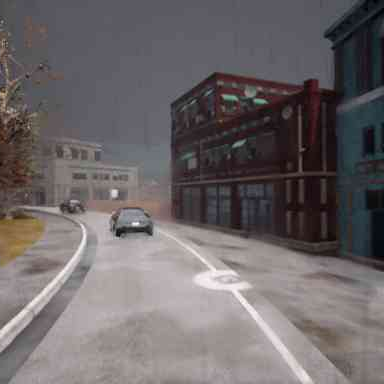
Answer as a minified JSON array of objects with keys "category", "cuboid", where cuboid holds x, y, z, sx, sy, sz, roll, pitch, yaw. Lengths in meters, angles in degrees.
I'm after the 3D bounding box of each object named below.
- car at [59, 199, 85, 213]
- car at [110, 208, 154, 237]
[{"category":"car","cuboid":[-13.230,1.516,36.650,1.812,1.442,4.674,0,0,-35]},{"category":"car","cuboid":[-3.365,1.536,18.224,1.994,1.385,4.181,0,0,-18]}]
